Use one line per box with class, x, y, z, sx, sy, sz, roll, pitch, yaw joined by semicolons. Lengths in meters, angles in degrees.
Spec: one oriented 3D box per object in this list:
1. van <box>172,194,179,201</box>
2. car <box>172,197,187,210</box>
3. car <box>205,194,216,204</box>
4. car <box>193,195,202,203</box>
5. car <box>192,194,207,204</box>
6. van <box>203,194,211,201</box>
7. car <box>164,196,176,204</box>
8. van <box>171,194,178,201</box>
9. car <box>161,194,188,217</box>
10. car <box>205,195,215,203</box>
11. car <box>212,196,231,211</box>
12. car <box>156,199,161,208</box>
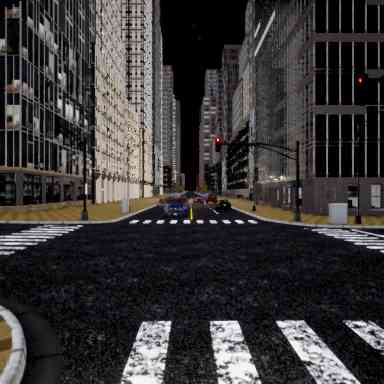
van;-4.260;1.315;85.971;1.690;1.788;3.998;0;0;0
car;-1.586;1.489;44.794;1.882;1.535;5.008;0;0;0
car;3.732;1.313;63.900;2.192;1.841;5.009;0;0;0
car;1.132;1.488;73.243;1.837;1.490;4.892;0;0;0
car;1.262;1.599;63.075;1.895;1.301;4.718;0;0;0
van;3.648;1.321;80.483;1.690;1.788;3.998;0;0;0
car;-4.149;1.564;63.860;1.947;1.339;4.313;0;0;0
van;-4.232;1.321;80.443;1.690;1.788;3.998;0;0;0
car;-1.490;1.370;31.368;2.097;1.767;4.553;0;0;-1
car;3.704;1.432;69.428;1.967;1.590;4.097;0;0;0
car;3.892;1.579;41.791;1.947;1.339;4.313;0;0;0
car;-4.065;1.592;47.278;1.802;1.307;4.206;0;0;0
